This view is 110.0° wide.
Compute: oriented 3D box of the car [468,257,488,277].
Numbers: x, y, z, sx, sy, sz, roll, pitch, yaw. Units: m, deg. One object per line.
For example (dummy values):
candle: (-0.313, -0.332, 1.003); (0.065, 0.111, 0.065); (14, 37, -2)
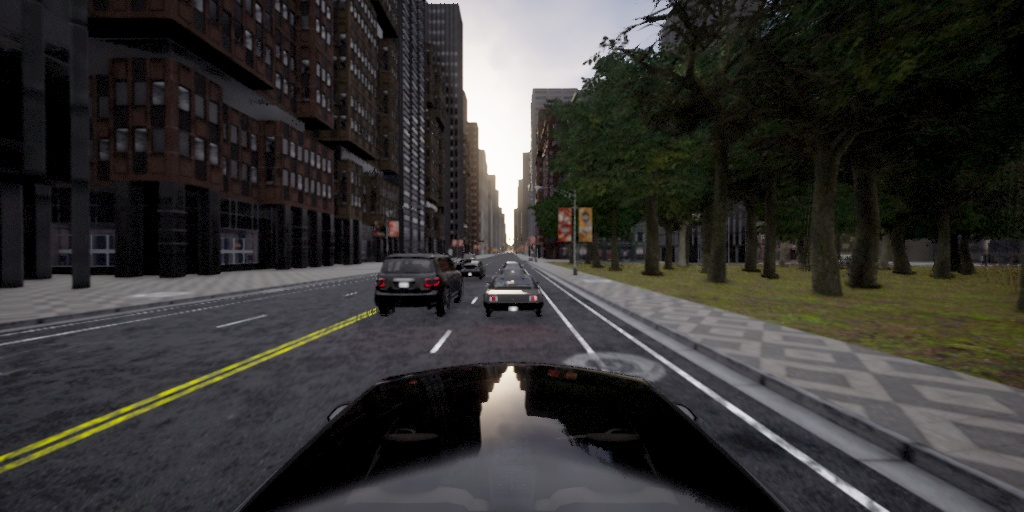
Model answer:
car: (-3.184, 1.103, 29.679); (1.837, 1.490, 4.892); (0, 1, 0)

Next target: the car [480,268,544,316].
car: (0.061, 1.302, 13.096); (1.895, 1.301, 4.718); (0, 0, 0)

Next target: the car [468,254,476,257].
car: (-6.573, 0.656, 54.210); (2.150, 2.045, 5.566); (0, 0, 0)

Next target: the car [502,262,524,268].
car: (0.067, 1.158, 30.057); (1.994, 1.385, 4.181); (0, 0, 0)

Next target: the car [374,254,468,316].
car: (-3.188, 0.924, 13.320); (2.150, 2.045, 5.566); (0, 1, 0)

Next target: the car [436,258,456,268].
car: (-9.821, 0.985, 53.576); (2.033, 1.411, 5.357); (0, 0, 0)
